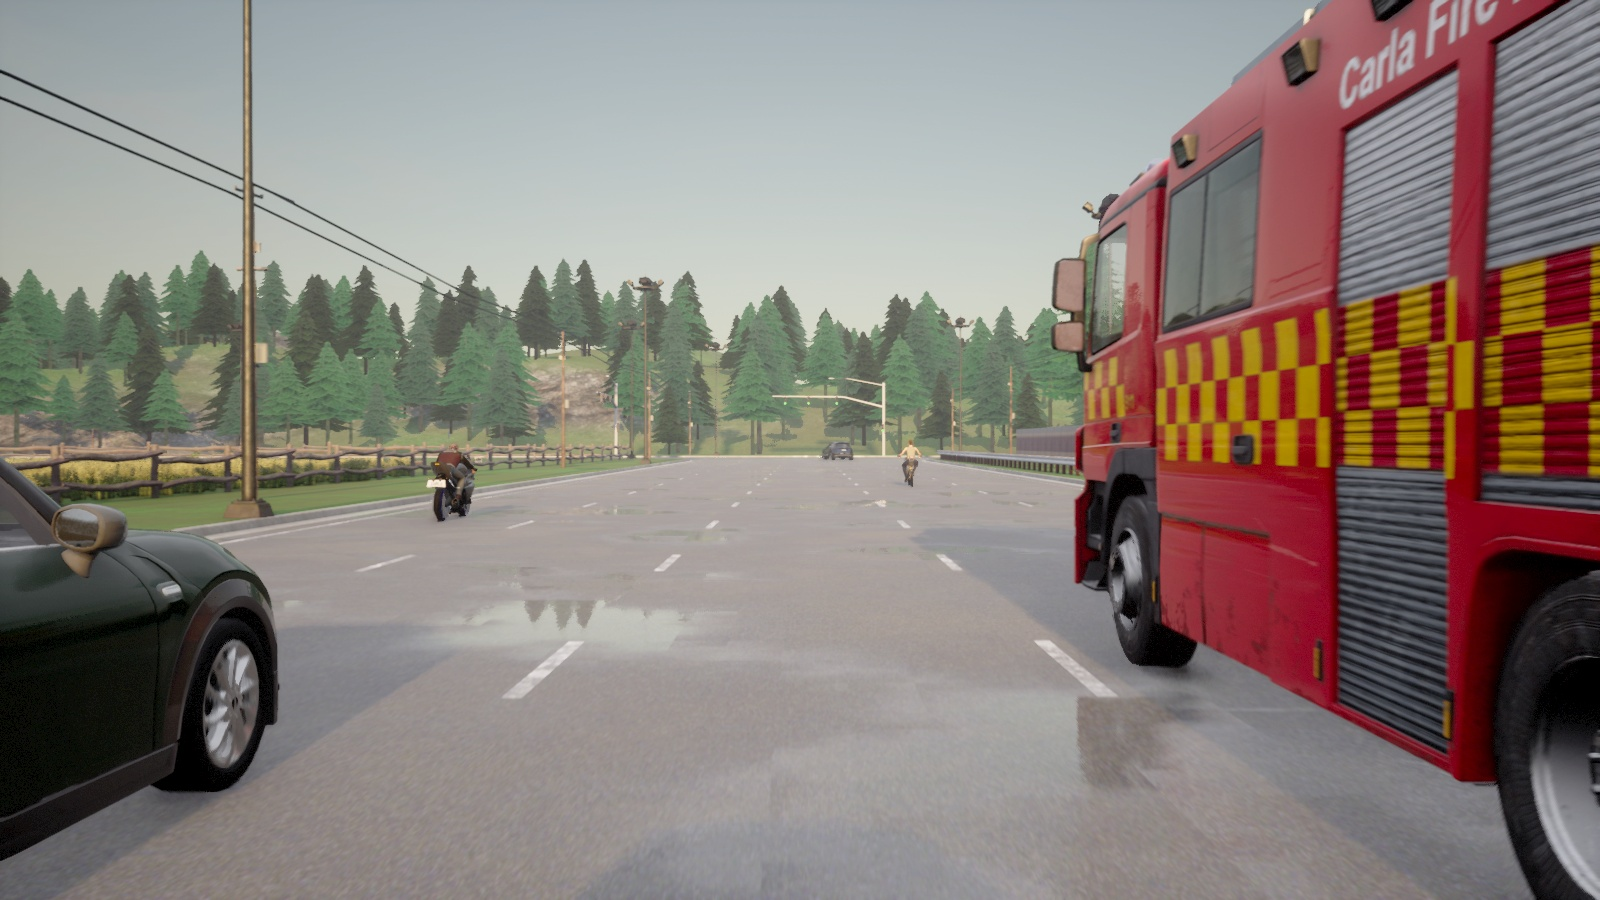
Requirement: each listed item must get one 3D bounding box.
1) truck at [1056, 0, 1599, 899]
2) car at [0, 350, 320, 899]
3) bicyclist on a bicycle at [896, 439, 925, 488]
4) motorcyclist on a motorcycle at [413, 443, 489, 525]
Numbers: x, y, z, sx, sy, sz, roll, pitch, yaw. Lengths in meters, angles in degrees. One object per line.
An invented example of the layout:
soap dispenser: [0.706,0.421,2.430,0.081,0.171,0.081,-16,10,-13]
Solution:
truck: [3.552,-0.450,6.174,2.891,3.827,8.468,0,0,0]
car: [-3.462,0.580,4.005,2.097,1.767,4.553,0,0,0]
bicyclist on a bicycle: [3.755,0.445,42.762,0.866,1.612,1.509,0,0,1]
motorcyclist on a motorcycle: [-6.843,0.636,24.750,0.866,1.530,2.191,0,0,0]
